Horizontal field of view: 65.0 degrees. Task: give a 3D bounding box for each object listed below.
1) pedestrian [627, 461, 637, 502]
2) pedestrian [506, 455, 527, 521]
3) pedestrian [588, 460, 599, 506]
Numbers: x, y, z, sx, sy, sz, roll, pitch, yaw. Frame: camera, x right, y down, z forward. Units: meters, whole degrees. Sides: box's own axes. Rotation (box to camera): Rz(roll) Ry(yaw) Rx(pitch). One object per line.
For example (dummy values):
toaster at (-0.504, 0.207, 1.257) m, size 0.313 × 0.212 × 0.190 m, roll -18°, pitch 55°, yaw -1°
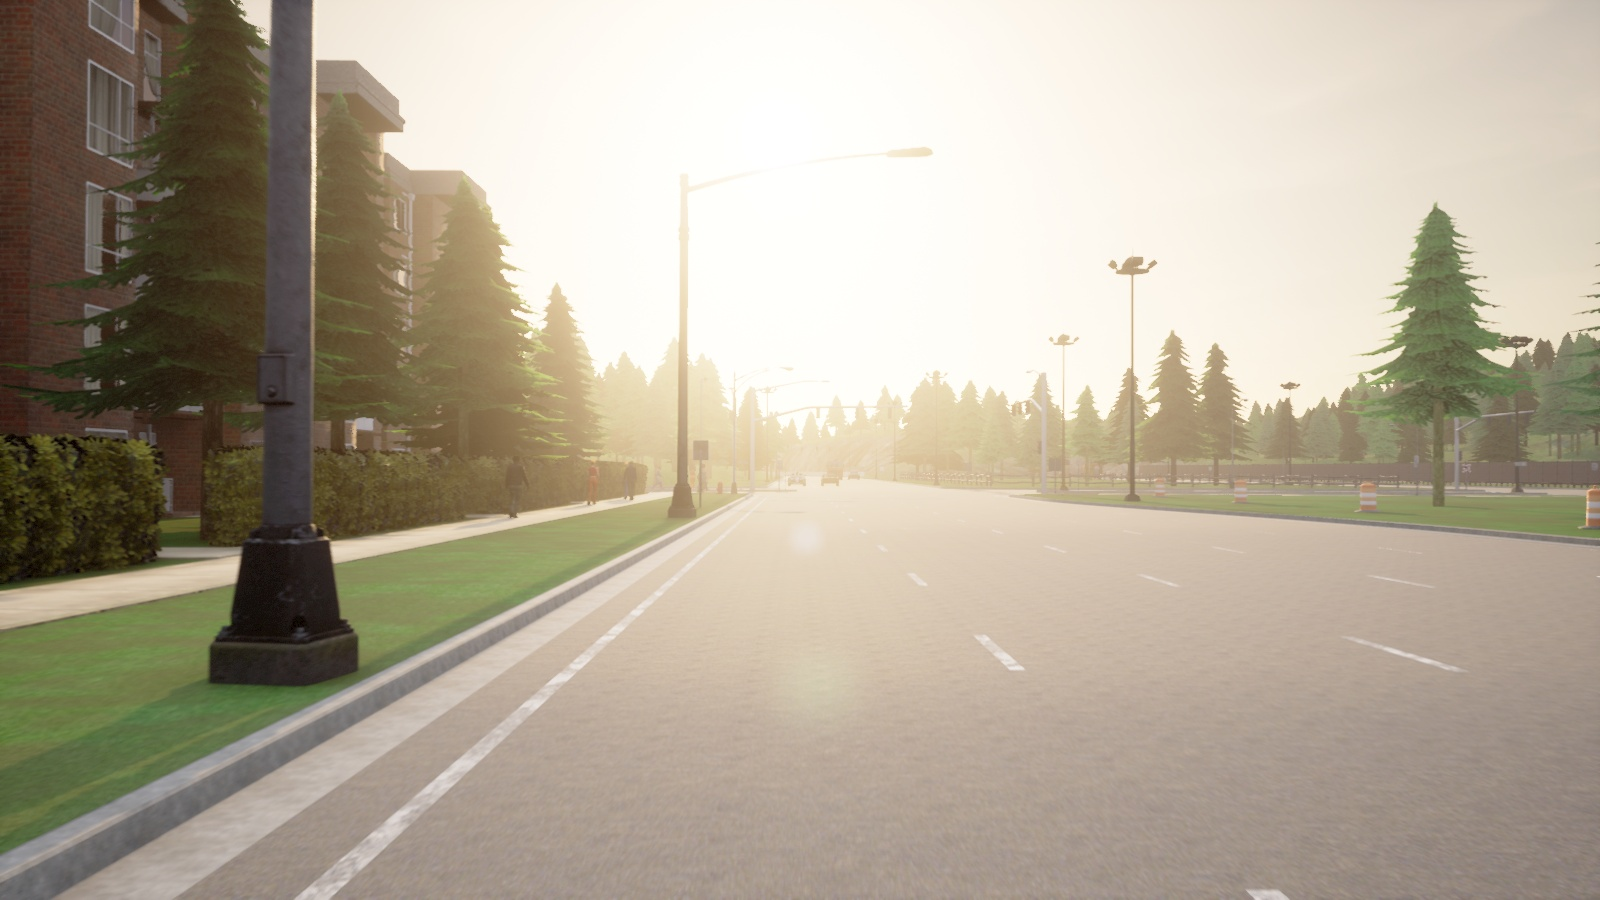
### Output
pedestrian at (-7.677, 1.435, 57.403) m, size 0.402 × 1.842 × 0.726 m, roll 0°, pitch -1°, yaw 0°
pedestrian at (-8.043, 1.072, 35.597) m, size 0.431 × 1.840 × 0.703 m, roll 0°, pitch -1°, yaw 1°
pedestrian at (-8.191, 1.310, 49.824) m, size 0.345 × 1.836 × 0.594 m, roll 0°, pitch -1°, yaw 0°
